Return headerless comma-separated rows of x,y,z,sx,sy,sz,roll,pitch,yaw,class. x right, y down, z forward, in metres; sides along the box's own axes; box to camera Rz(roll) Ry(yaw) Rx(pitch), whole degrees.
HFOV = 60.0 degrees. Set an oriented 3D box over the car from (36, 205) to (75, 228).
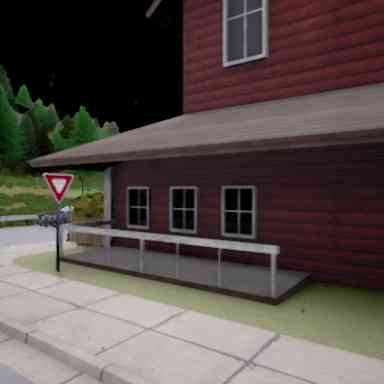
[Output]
-8.248,1.609,22.860,1.812,1.442,4.674,0,0,35,car
